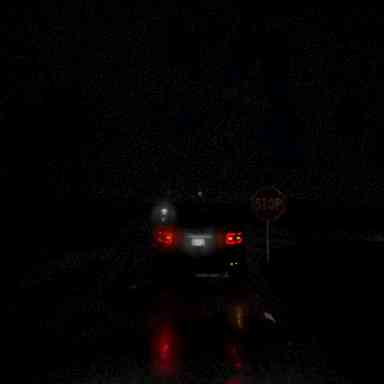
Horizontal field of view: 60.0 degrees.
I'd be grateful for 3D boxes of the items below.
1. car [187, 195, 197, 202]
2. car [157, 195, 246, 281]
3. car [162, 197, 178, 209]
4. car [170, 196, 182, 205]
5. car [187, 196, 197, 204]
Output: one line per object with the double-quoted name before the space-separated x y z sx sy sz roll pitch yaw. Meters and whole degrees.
"car" -0.006 1.402 75.049 2.128 1.511 4.902 0 0 0
"car" 0.418 1.197 10.011 2.150 2.045 5.566 0 0 6
"car" -2.845 1.480 44.182 1.812 1.442 4.674 0 0 0
"car" -2.804 1.456 60.246 1.882 1.535 5.008 0 0 1
"car" -0.005 1.513 64.763 1.812 1.442 4.674 0 0 0
